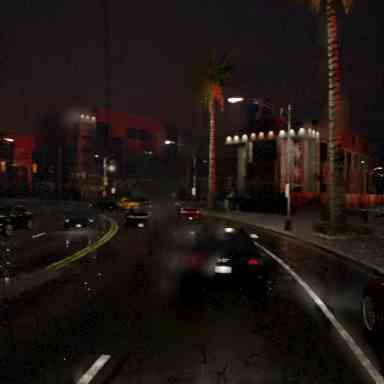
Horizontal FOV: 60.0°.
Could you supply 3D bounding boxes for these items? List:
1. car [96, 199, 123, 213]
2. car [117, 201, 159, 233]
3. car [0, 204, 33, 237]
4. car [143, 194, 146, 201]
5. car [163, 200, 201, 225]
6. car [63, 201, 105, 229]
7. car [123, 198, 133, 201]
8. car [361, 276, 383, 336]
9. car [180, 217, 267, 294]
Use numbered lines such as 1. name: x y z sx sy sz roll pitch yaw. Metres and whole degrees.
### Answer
1. car: -9.760 1.469 36.727 1.882 1.535 5.008 1 0 -33
2. car: -3.014 1.522 19.740 2.128 1.511 4.902 1 0 -8
3. car: -9.838 1.421 17.310 1.837 1.490 4.892 1 -1 -8
4. car: -11.923 1.342 69.987 4.553 1.767 2.185 1 0 40
5. car: -0.686 1.579 25.046 2.128 1.511 4.902 1 0 -14
6. car: -6.961 1.523 21.433 2.033 1.411 5.357 1 0 -12
7. car: -8.332 1.486 40.653 1.801 1.575 5.366 1 0 -34
8. car: 3.540 1.596 3.776 1.812 1.442 4.674 1 0 9
9. car: 0.831 1.614 9.033 1.994 1.385 4.181 1 0 5
